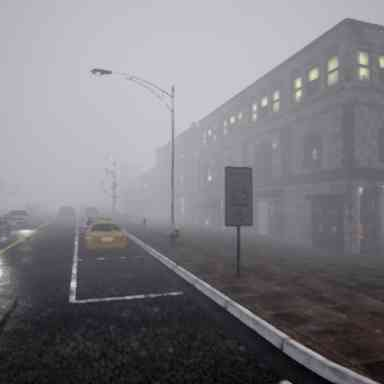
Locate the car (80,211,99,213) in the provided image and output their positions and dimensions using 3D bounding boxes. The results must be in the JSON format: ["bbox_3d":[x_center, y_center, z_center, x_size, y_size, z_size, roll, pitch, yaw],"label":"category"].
[{"bbox_3d":[-5.805,2.071,20.394,2.008,1.369,4.403,2,-2,-19],"label":"car"}]

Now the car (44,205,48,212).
[{"bbox_3d":[-29.743,3.343,64.841,1.802,1.307,4.206,2,-2,-19],"label":"car"}]

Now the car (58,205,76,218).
[{"bbox_3d":[-16.951,2.575,45.162,2.097,1.767,4.553,1,-2,-19],"label":"car"}]

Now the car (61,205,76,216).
[{"bbox_3d":[-19.816,2.960,53.580,2.128,1.511,4.902,1,-2,-18],"label":"car"}]

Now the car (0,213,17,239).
[{"bbox_3d":[-11.099,2.012,17.955,1.895,1.301,4.718,1,-2,-19],"label":"car"}]

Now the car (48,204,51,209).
[{"bbox_3d":[-31.518,3.355,70.084,1.967,1.590,4.097,2,-2,-19],"label":"car"}]

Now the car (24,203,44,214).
[{"bbox_3d":[-26.183,2.769,54.376,2.192,1.841,5.009,2,-2,-19],"label":"car"}]

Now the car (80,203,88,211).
[{"bbox_3d":[-15.801,2.924,51.239,1.837,1.490,4.892,1,-2,-19],"label":"car"}]

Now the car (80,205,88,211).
[{"bbox_3d":[-25.256,3.738,77.719,1.887,1.381,4.507,1,-2,-19],"label":"car"}]

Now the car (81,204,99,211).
[{"bbox_3d":[-13.557,2.704,44.612,1.882,1.535,5.008,1,-2,-19],"label":"car"}]

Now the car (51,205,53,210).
[{"bbox_3d":[-37.393,3.943,87.167,1.752,1.417,4.829,1,-2,-19],"label":"car"}]

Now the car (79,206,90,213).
[{"bbox_3d":[-21.806,3.460,67.531,1.947,1.339,4.313,1,-2,-19],"label":"car"}]

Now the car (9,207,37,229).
[{"bbox_3d":[-14.327,2.215,27.511,1.812,1.442,4.674,1,-2,-19],"label":"car"}]

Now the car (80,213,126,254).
[{"bbox_3d":[-4.081,1.898,15.318,1.752,1.417,4.829,2,-2,-19],"label":"car"}]
